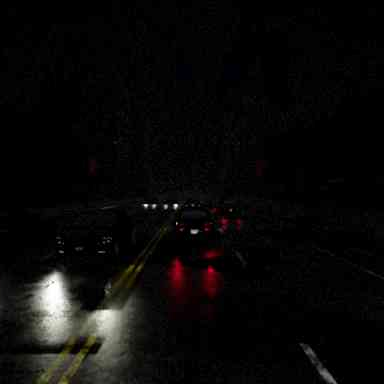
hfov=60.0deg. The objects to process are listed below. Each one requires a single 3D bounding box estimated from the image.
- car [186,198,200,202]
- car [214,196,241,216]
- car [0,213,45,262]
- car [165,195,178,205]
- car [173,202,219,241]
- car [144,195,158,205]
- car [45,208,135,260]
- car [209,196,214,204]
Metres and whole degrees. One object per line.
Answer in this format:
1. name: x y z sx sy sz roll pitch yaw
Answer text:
1. car: 0.082 1.352 34.211 2.033 1.411 5.357 0 0 0
2. car: 3.305 1.350 30.526 1.812 1.442 4.674 0 0 0
3. car: -6.610 1.475 12.013 2.033 1.411 5.357 0 0 0
4. car: -3.350 1.198 54.043 1.882 1.535 5.008 0 0 0
5. car: 0.089 1.432 15.912 1.812 1.442 4.674 0 0 0
6. car: -6.597 1.267 54.078 2.033 1.411 5.357 0 0 0
7. car: -3.356 1.404 12.386 1.882 1.535 5.008 0 0 0
8. car: 3.290 1.246 44.599 2.128 1.511 4.902 0 0 0
